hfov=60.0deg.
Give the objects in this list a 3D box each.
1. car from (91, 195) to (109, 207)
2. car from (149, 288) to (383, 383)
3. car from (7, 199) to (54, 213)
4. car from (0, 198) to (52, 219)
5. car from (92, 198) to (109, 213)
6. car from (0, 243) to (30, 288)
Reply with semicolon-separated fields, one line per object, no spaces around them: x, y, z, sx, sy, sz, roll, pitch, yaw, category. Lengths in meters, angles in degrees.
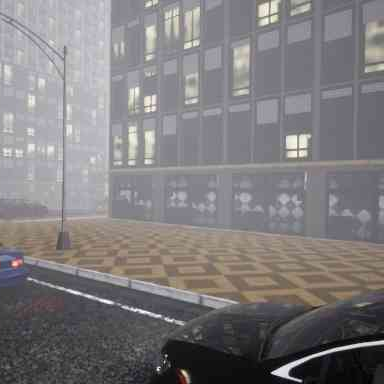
-11.485;1.469;46.761;2.150;2.045;5.566;1;0;36;car
1.850;1.505;2.363;4.892;1.490;1.837;0;0;35;car
-19.505;1.642;40.319;1.752;1.417;4.829;1;0;37;car
-16.025;1.519;30.938;2.192;1.841;5.009;1;0;37;car
-9.210;1.829;40.137;1.752;1.417;4.829;1;0;37;car
-6.071;1.543;8.032;5.357;1.411;2.033;0;0;36;car
